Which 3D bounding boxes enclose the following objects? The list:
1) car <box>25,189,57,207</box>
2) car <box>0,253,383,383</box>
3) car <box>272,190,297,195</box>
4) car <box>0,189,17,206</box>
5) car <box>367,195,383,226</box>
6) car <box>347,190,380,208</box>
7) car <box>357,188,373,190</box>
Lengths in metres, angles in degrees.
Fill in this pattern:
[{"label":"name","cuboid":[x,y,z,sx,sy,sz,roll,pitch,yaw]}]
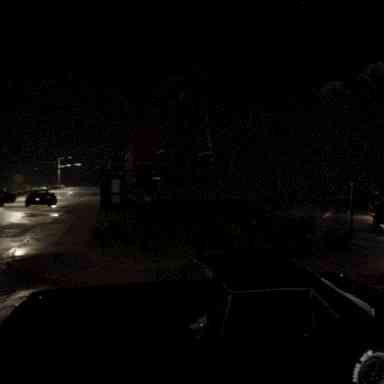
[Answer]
[{"label":"car","cuboid":[-12.497,0.468,27.735,1.994,1.385,4.181,1,2,-15]},{"label":"car","cuboid":[0.308,1.477,3.836,4.718,1.301,1.895,1,2,-15]},{"label":"car","cuboid":[11.898,0.414,42.873,1.816,1.474,4.193,1,2,-15]},{"label":"car","cuboid":[-16.270,0.427,27.935,2.033,1.411,5.357,1,2,-14]},{"label":"car","cuboid":[10.651,1.159,16.693,1.882,1.535,5.008,2,2,13]},{"label":"car","cuboid":[16.319,0.883,30.742,1.784,1.438,3.905,1,2,-15]},{"label":"car","cuboid":[24.794,0.346,46.848,1.905,1.878,3.866,1,2,-15]}]
